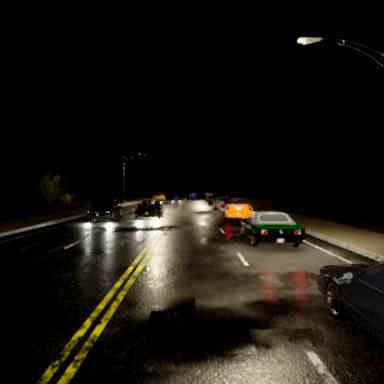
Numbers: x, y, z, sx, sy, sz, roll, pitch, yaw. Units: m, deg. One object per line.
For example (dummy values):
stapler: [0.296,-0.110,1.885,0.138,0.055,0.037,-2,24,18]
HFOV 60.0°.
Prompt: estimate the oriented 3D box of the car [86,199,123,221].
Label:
car: [-6.581,1.319,25.492,1.837,1.490,4.892,0,0,0]

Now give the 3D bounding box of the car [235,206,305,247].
car: [3.260,1.495,14.456,1.895,1.301,4.718,0,0,0]

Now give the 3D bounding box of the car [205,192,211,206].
car: [3.283,1.083,47.424,2.033,1.649,4.856,0,0,0]

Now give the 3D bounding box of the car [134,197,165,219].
car: [-3.331,1.371,26.409,1.994,1.385,4.181,0,0,0]

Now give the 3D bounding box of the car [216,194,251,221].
car: [3.267,1.167,25.394,2.097,1.767,4.553,0,0,0]

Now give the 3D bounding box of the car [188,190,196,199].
car: [0.055,0.759,77.836,1.882,1.535,5.008,0,0,0]

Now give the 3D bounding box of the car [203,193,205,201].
car: [3.291,1.169,58.455,1.895,1.301,4.718,0,0,0]

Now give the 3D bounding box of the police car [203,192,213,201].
police car: [3.298,0.909,69.533,1.930,1.638,5.238,0,0,0]

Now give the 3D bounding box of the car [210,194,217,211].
car: [3.275,1.259,36.425,1.812,1.442,4.674,0,0,0]

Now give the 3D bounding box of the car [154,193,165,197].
car: [-6.467,0.990,65.796,1.882,1.535,5.008,0,0,0]

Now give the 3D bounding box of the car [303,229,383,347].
car: [3.353,1.517,4.149,2.033,1.411,5.357,0,0,0]

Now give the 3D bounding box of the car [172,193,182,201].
car: [-3.204,1.007,68.818,1.812,1.442,4.674,0,0,0]
